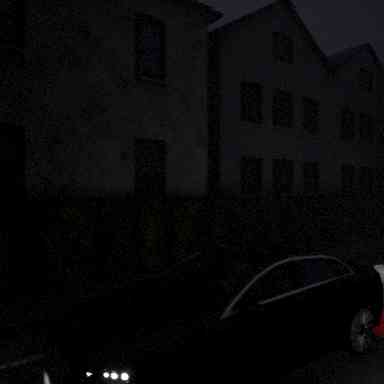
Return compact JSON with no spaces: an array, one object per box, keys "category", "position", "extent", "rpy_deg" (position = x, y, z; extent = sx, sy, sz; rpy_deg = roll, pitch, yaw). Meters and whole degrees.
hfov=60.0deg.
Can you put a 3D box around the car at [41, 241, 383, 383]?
[{"category":"car","position":[0.679,1.489,4.466],"extent":[4.902,1.511,2.128],"rpy_deg":[0,0,-35]}]
